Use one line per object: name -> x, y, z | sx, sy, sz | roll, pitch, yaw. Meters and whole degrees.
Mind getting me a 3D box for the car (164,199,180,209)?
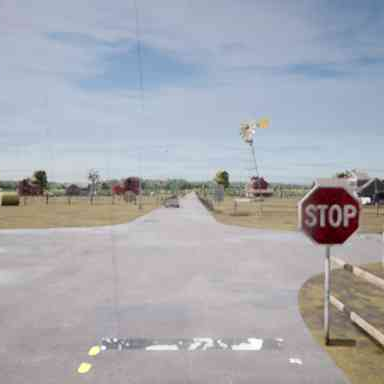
car -> -2.730, 1.668, 46.704 | 1.994, 1.385, 4.181 | 0, 0, 0
